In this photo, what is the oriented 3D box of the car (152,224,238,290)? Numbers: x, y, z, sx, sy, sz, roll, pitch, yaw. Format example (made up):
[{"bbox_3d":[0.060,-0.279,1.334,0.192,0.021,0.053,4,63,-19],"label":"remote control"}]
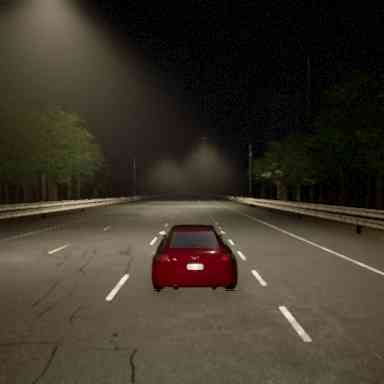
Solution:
[{"bbox_3d":[0.032,1.561,9.088,1.994,1.385,4.181,0,0,-1],"label":"car"}]
